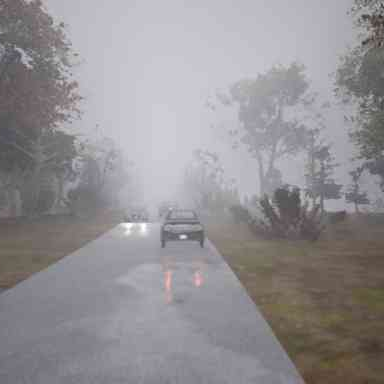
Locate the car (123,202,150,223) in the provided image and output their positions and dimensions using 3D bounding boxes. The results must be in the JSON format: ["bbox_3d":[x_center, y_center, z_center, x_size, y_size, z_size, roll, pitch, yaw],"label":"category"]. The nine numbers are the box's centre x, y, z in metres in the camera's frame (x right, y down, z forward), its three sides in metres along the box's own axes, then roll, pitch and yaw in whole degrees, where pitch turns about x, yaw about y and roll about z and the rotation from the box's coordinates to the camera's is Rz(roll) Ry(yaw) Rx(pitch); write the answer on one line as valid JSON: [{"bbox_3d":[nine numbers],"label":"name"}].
[{"bbox_3d":[-4.538,1.775,27.673,1.994,1.385,4.181,0,-1,-7],"label":"car"}]

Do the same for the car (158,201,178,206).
[{"bbox_3d":[-2.341,1.669,33.780,2.097,1.767,4.553,0,-1,-8],"label":"car"}]

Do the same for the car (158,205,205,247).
[{"bbox_3d":[-0.496,1.571,15.483,2.128,1.511,4.902,0,0,-4],"label":"car"}]
